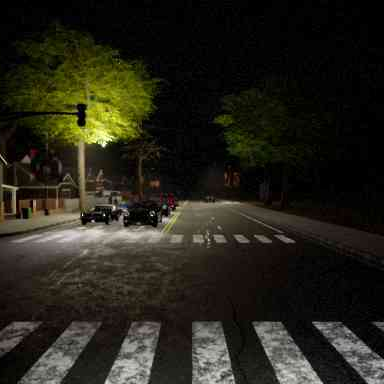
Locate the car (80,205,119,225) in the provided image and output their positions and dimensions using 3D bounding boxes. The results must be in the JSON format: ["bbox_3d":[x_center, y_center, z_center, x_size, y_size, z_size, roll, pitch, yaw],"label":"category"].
[{"bbox_3d":[-6.482,1.594,24.028,1.895,1.301,4.718,0,0,0],"label":"car"}]

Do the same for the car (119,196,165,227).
[{"bbox_3d":[-3.240,1.345,22.531,2.097,1.767,4.553,0,0,0],"label":"car"}]

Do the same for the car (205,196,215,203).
[{"bbox_3d":[3.669,1.505,67.644,1.837,1.490,4.892,0,0,1],"label":"car"}]

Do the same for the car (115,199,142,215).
[{"bbox_3d":[-6.422,1.518,34.200,1.812,1.442,4.674,0,0,0],"label":"car"}]

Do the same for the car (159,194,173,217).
[{"bbox_3d":[-3.197,1.344,31.389,2.097,1.767,4.553,0,0,0],"label":"car"}]

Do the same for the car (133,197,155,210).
[{"bbox_3d":[-6.374,1.486,44.640,2.128,1.511,4.902,0,0,1],"label":"car"}]

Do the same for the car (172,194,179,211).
[{"bbox_3d":[-3.148,1.215,41.223,2.150,2.045,5.566,0,0,0],"label":"car"}]

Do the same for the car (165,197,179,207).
[{"bbox_3d":[-3.062,1.500,51.662,1.837,1.490,4.892,0,0,1],"label":"car"}]
